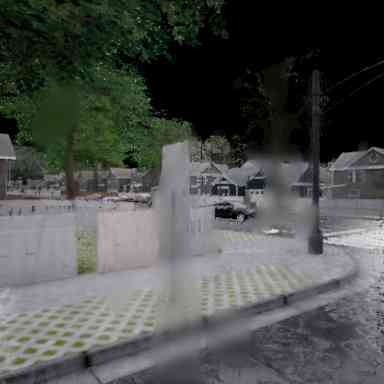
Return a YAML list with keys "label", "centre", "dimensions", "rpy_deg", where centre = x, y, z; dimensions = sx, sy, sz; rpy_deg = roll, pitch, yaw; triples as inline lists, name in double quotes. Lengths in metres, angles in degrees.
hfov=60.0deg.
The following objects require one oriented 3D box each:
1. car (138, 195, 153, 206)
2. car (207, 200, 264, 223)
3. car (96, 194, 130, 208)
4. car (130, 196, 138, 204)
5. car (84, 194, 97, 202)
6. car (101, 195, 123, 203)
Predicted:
- label: "car"
  centre: [-7.598, 1.251, 49.712]
  dimensions: [1.837, 1.490, 4.892]
  rpy_deg: [0, 1, -38]
- label: "car"
  centre: [3.144, 1.391, 25.078]
  dimensions: [1.882, 1.535, 5.008]
  rpy_deg: [0, 0, -38]
- label: "car"
  centre: [-10.026, 1.299, 42.038]
  dimensions: [1.812, 1.442, 4.674]
  rpy_deg: [0, 1, -38]
- label: "car"
  centre: [-10.090, 1.209, 47.616]
  dimensions: [1.882, 1.535, 5.008]
  rpy_deg: [0, 1, -38]
- label: "car"
  centre: [-16.493, 1.098, 55.772]
  dimensions: [1.837, 1.490, 4.892]
  rpy_deg: [0, 1, -38]
- label: "car"
  centre: [-13.948, 1.210, 57.792]
  dimensions: [1.895, 1.301, 4.718]
  rpy_deg: [0, 1, -38]
